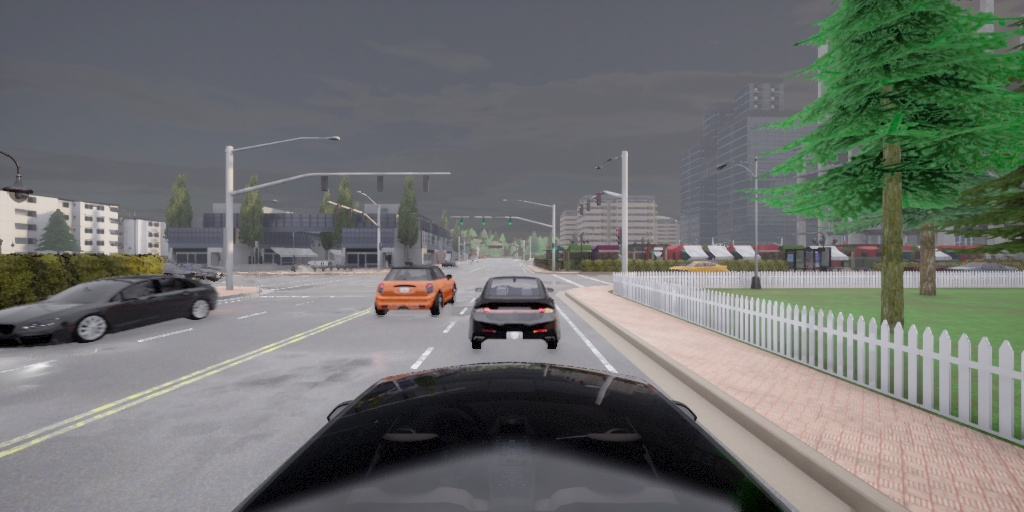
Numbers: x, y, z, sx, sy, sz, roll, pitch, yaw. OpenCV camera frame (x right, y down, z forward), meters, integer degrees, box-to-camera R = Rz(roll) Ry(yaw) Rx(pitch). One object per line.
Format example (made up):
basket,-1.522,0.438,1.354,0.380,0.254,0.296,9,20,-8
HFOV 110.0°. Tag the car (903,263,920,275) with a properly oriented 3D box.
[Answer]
car,42.555,1.351,36.715,4.718,1.301,1.895,0,0,-1

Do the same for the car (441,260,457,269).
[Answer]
car,-10.502,1.358,59.928,1.895,1.301,4.718,0,0,0

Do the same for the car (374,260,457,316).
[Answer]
car,-3.416,1.101,13.553,2.097,1.767,4.553,0,0,0

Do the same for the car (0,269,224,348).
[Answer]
car,-10.499,1.323,9.682,1.837,1.490,4.892,0,1,0

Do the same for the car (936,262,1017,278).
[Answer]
car,43.352,1.298,33.226,5.357,1.411,2.033,0,0,-1

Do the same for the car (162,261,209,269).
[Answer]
car,-24.091,1.102,24.536,4.553,1.767,2.097,0,0,-2

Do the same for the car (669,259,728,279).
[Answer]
car,16.855,1.227,32.618,5.008,1.535,1.882,0,0,-1

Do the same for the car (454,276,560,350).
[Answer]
car,0.063,1.242,9.032,2.128,1.511,4.902,0,0,0
